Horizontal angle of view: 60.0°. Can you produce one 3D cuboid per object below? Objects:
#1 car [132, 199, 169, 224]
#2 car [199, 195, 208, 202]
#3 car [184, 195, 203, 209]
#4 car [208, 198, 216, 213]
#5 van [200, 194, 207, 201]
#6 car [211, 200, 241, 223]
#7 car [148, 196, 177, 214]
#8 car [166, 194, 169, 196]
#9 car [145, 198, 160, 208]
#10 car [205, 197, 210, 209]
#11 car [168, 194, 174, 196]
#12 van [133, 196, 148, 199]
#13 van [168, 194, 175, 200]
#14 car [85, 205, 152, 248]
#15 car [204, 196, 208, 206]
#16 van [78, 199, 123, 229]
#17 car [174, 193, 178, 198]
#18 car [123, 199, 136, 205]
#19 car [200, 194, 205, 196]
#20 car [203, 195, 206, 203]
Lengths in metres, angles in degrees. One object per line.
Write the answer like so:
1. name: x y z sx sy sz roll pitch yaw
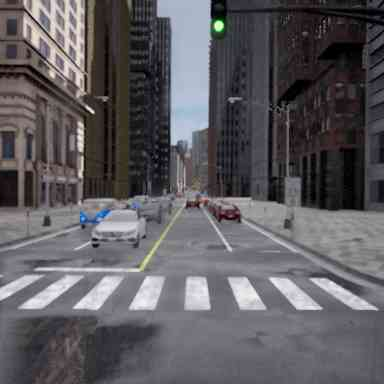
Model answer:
1. car: -3.063 1.502 24.939 1.837 1.490 4.892 1 0 0
2. car: 2.863 1.568 81.586 1.967 1.590 4.097 0 0 0
3. car: 0.110 1.532 45.669 1.882 1.535 5.008 1 0 0
4. car: 2.818 1.610 31.856 1.887 1.381 4.507 0 0 0
5. van: 2.868 1.477 87.110 1.690 1.788 3.998 0 0 0
6. car: 2.814 1.604 26.331 1.887 1.381 4.507 0 0 0
7. car: -3.042 1.500 35.199 2.128 1.511 4.902 1 0 0
8. car: -5.699 1.563 59.508 2.008 1.369 4.403 0 0 0
9. car: -5.713 1.580 48.458 1.802 1.307 4.206 0 0 0
10. car: 2.823 1.617 37.382 1.887 1.381 4.507 0 0 0
11. car: -5.678 1.559 75.913 1.752 1.417 4.829 0 0 0
12. van: -5.726 1.325 37.408 1.690 1.788 3.998 0 0 0
13. van: -5.656 1.397 92.658 1.690 1.788 3.998 0 0 0
14. car: -3.077 1.513 14.896 1.812 1.442 4.674 1 0 -2
15. car: 2.828 1.604 43.077 1.752 1.417 4.829 0 0 0
16. van: -5.746 1.306 20.834 1.690 1.788 3.998 0 0 0
17. car: -5.663 1.363 87.133 2.192 1.841 5.009 0 0 0
18. car: -5.741 1.516 26.359 1.887 1.381 4.507 0 0 0
19. car: 2.468 1.456 64.921 2.097 1.767 4.553 1 0 0
20. car: 2.838 1.638 53.958 1.887 1.381 4.507 0 0 0
